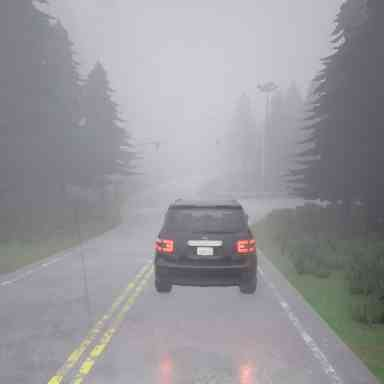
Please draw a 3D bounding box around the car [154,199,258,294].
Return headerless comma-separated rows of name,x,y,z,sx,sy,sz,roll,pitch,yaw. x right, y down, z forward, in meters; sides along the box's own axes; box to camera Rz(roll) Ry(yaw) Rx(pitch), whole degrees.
car,0.381,1.193,8.898,2.150,2.045,5.566,0,0,3
